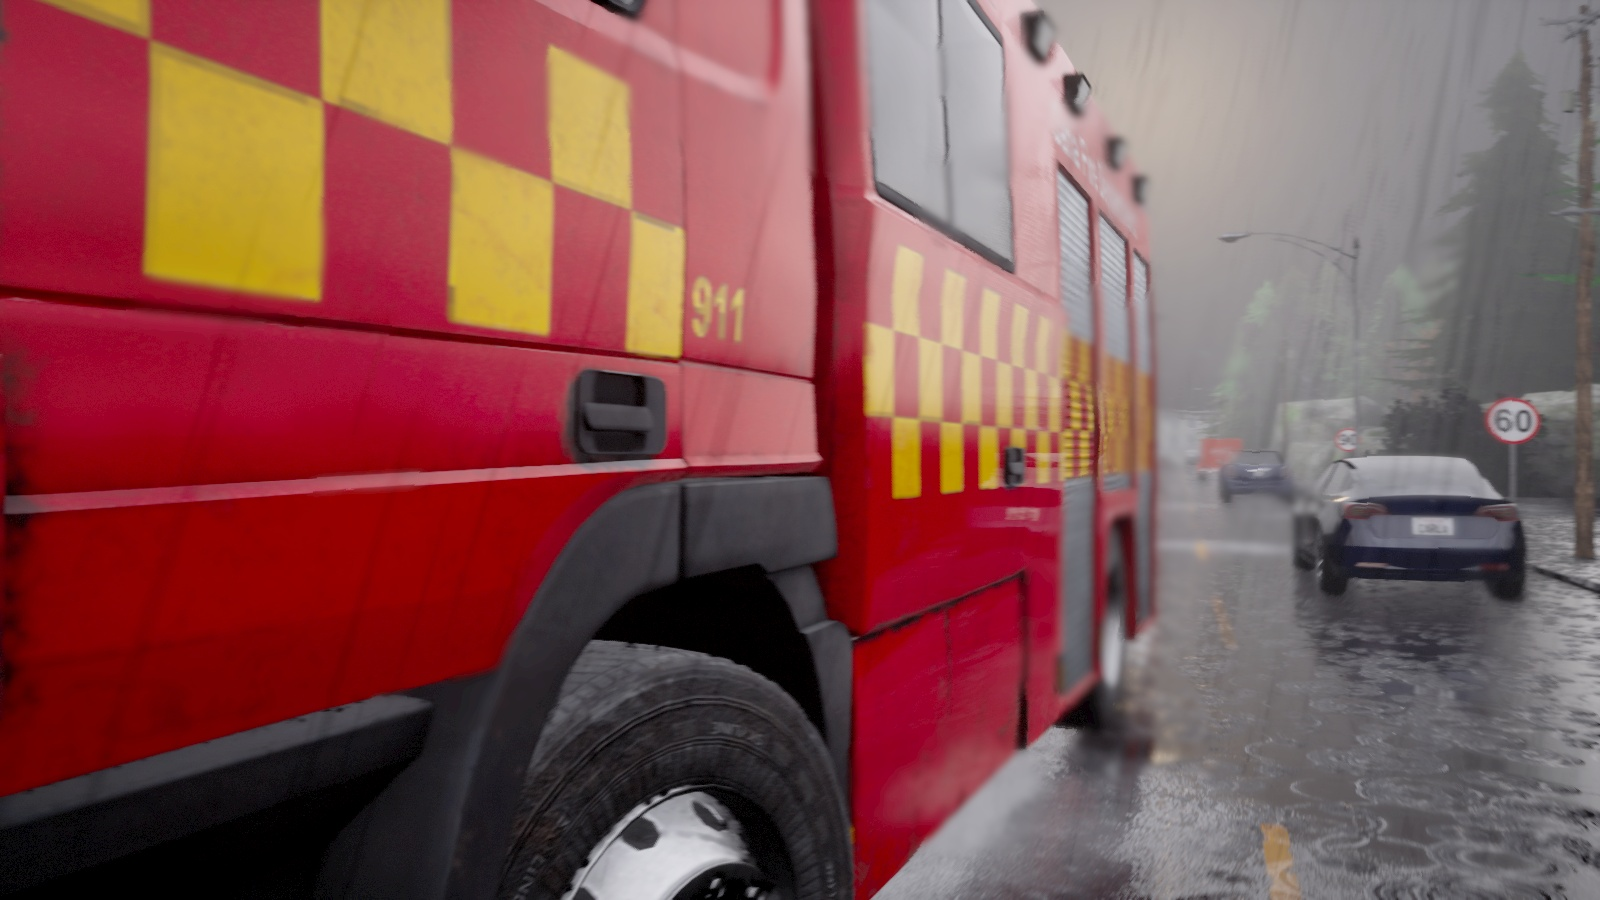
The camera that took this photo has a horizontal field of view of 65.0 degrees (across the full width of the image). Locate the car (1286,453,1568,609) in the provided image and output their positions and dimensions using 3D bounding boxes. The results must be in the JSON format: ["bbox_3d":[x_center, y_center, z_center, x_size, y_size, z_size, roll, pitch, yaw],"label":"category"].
[{"bbox_3d":[6.997,0.786,14.609,2.163,1.488,4.792,0,0,17],"label":"car"}]

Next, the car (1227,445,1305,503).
[{"bbox_3d":[14.967,0.735,40.506,2.097,1.767,4.553,0,0,17],"label":"car"}]

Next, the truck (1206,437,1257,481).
[{"bbox_3d":[24.995,0.510,72.937,2.627,2.467,5.204,0,0,17],"label":"truck"}]

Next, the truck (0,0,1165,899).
[{"bbox_3d":[-0.633,-0.395,4.790,2.891,3.827,8.468,0,0,23],"label":"truck"}]
